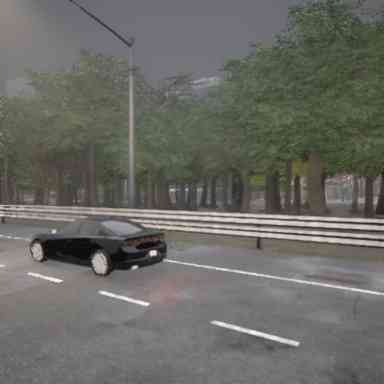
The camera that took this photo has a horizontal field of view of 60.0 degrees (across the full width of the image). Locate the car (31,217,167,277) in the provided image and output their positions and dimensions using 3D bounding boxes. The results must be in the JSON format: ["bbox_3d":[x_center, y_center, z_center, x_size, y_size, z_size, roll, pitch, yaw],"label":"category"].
[{"bbox_3d":[-3.054,1.508,10.351,5.008,1.535,1.882,-1,0,36],"label":"car"}]
